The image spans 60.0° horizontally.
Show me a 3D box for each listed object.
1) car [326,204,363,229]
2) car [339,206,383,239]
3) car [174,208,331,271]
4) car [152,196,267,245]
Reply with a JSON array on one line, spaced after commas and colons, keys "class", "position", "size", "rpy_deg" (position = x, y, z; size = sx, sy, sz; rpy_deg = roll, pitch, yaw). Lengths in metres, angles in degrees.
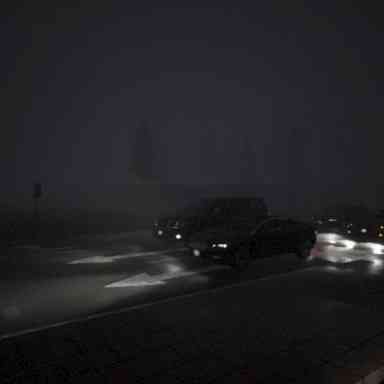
[{"class": "car", "position": [9.320, 1.498, 20.410], "size": [4.892, 1.490, 1.837], "rpy_deg": [0, 0, -35]}, {"class": "car", "position": [9.407, 1.558, 16.165], "size": [4.181, 1.385, 1.994], "rpy_deg": [0, 0, -35]}, {"class": "car", "position": [2.136, 1.489, 11.016], "size": [4.902, 1.511, 2.128], "rpy_deg": [0, 0, -35]}, {"class": "car", "position": [1.041, 1.219, 14.516], "size": [5.566, 2.045, 2.150], "rpy_deg": [0, 0, -35]}]
